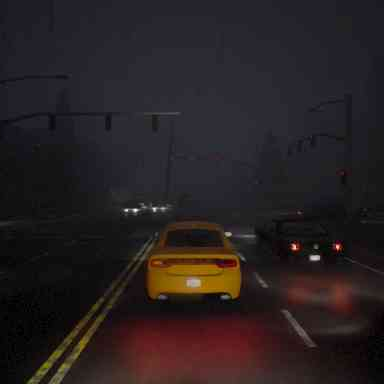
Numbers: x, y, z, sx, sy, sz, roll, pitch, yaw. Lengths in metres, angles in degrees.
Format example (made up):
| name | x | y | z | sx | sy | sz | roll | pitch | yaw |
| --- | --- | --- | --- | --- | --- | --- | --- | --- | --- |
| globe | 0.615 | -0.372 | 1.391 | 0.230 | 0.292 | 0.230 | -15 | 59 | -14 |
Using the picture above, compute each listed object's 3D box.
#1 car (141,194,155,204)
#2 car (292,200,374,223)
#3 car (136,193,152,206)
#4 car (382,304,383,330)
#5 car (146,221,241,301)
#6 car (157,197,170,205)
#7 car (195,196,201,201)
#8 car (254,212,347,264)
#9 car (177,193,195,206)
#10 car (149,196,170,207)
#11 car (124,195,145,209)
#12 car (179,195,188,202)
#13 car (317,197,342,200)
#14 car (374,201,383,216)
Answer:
| name | x | y | z | sx | sy | sz | roll | pitch | yaw |
| --- | --- | --- | --- | --- | --- | --- | --- | --- | --- |
| car | -8.640 | 1.352 | 65.508 | 2.097 | 1.767 | 4.553 | 0 | 0 | -1 |
| car | 10.138 | 1.547 | 24.678 | 5.357 | 1.411 | 2.033 | 0 | 0 | -2 |
| car | -8.439 | 1.221 | 55.708 | 2.150 | 2.045 | 5.566 | 0 | 0 | -1 |
| car | 3.598 | 1.478 | 2.663 | 1.882 | 1.535 | 5.008 | 0 | 0 | 0 |
| car | 0.034 | 1.478 | 8.429 | 1.882 | 1.535 | 5.008 | 0 | 0 | 0 |
| car | -5.027 | 1.564 | 59.730 | 1.994 | 1.385 | 4.181 | 0 | 0 | -1 |
| car | 1.308 | 1.595 | 88.165 | 1.895 | 1.301 | 4.718 | 0 | 0 | -1 |
| car | 3.502 | 1.601 | 11.753 | 1.895 | 1.301 | 4.718 | 0 | 0 | -1 |
| car | -1.164 | 1.221 | 53.140 | 2.150 | 2.045 | 5.566 | 0 | 0 | -2 |
| car | -4.792 | 1.564 | 49.700 | 1.994 | 1.385 | 4.181 | 0 | 0 | -2 |
| car | -8.207 | 1.564 | 46.388 | 1.994 | 1.385 | 4.181 | 0 | 0 | -1 |
| car | -2.015 | 1.525 | 81.276 | 2.128 | 1.511 | 4.902 | 0 | 0 | -1 |
| car | 14.084 | 1.352 | 35.517 | 4.553 | 1.767 | 2.097 | 0 | 0 | -2 |
| car | 18.774 | 1.547 | 32.151 | 5.357 | 1.411 | 2.033 | 0 | 0 | -2 |
